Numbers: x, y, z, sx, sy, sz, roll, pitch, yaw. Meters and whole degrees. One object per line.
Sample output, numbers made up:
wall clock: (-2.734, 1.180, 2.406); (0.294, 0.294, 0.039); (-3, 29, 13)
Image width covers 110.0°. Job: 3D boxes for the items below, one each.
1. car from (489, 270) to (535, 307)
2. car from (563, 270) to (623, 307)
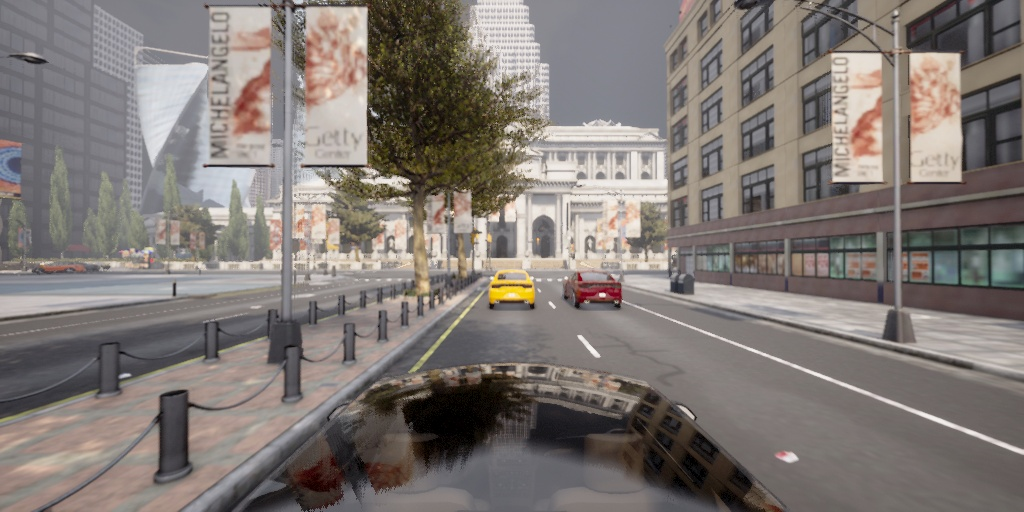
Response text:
car: (0.002, 1.370, 16.313); (1.882, 1.535, 5.008); (0, 0, 0)
car: (3.502, 1.370, 16.318); (1.882, 1.535, 5.008); (0, 0, 0)
